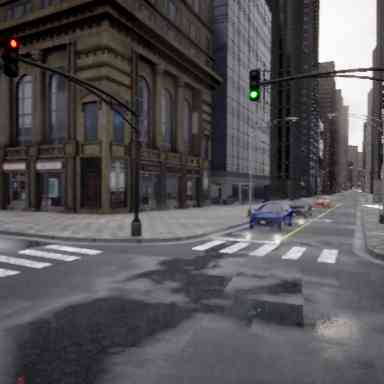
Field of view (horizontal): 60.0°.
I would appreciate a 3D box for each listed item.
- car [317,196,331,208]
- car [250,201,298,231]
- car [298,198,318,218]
[{"bbox_3d":[18.605,1.365,47.567,2.097,1.767,4.553,1,0,27],"label":"car"},{"bbox_3d":[5.075,1.430,20.781,1.882,1.535,5.008,1,0,27],"label":"car"},{"bbox_3d":[9.798,1.520,30.179,2.033,1.411,5.357,1,0,27],"label":"car"}]
